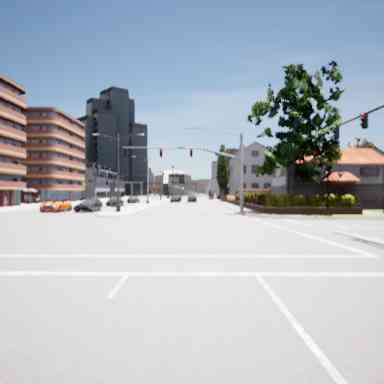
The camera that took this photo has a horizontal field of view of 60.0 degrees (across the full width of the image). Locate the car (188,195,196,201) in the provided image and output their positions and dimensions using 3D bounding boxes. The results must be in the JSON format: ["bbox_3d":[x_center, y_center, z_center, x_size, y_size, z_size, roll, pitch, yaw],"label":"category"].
[{"bbox_3d":[0.042,1.494,79.049,1.994,1.385,4.181,0,0,0],"label":"car"}]

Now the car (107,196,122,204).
[{"bbox_3d":[-14.986,1.504,64.631,1.812,1.442,4.674,0,0,1],"label":"car"}]

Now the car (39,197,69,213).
[{"bbox_3d":[-15.073,1.340,36.942,2.097,1.767,4.553,0,0,0],"label":"car"}]

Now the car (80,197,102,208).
[{"bbox_3d":[-15.057,1.546,49.724,1.994,1.385,4.181,0,0,0],"label":"car"}]

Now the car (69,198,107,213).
[{"bbox_3d":[-11.574,1.535,37.484,2.033,1.411,5.357,0,0,0],"label":"car"}]

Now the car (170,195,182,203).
[{"bbox_3d":[-3.464,1.469,68.634,2.128,1.511,4.902,0,0,0],"label":"car"}]

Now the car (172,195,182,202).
[{"bbox_3d":[-3.458,1.467,79.051,2.128,1.511,4.902,0,0,0],"label":"car"}]

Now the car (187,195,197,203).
[{"bbox_3d":[0.036,1.455,68.632,1.882,1.535,5.008,0,0,0],"label":"car"}]

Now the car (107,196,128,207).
[{"bbox_3d":[-11.558,1.530,50.245,2.033,1.411,5.357,0,0,0],"label":"car"}]

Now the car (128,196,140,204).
[{"bbox_3d":[-11.484,1.525,65.068,2.033,1.411,5.357,0,0,1],"label":"car"}]
